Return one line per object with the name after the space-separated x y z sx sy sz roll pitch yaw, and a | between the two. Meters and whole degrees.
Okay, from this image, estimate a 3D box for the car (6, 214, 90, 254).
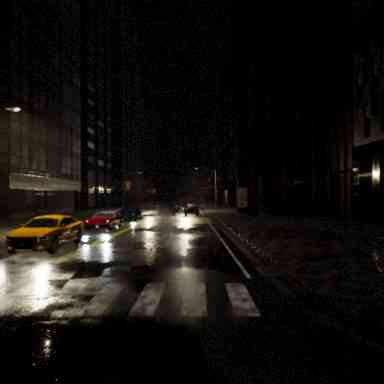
-6.602 1.829 15.434 1.882 1.535 5.008 0 -1 0 | car

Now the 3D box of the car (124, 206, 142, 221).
-6.613 2.264 35.894 1.882 1.535 5.008 0 -1 0 | car

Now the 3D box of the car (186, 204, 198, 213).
-0.033 2.718 54.968 1.994 1.385 4.181 0 -1 0 | car

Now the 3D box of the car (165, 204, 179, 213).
-3.283 2.736 54.966 1.994 1.385 4.181 0 -1 0 | car

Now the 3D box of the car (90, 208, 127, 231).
-6.612 2.165 25.431 1.895 1.301 4.718 0 -1 0 | car

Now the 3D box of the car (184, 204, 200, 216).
-0.029 2.424 44.552 2.128 1.511 4.902 0 -1 0 | car

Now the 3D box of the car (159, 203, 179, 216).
-3.279 2.311 44.906 2.097 1.767 4.553 0 -1 0 | car
